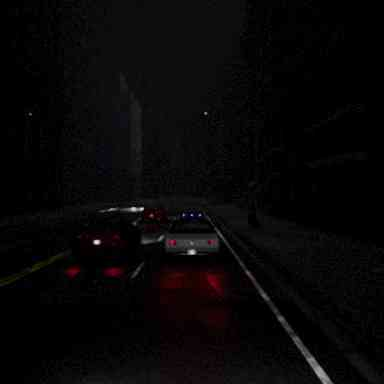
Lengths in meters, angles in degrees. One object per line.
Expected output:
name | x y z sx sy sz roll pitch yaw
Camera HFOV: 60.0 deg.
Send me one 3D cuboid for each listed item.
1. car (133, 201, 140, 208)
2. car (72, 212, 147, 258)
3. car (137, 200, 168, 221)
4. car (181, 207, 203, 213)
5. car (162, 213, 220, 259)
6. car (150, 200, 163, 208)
car | -9.780 2.261 61.804 1.895 1.301 4.718 0 -1 0
car | -3.236 1.699 13.357 1.994 1.385 4.181 0 0 0
car | -3.232 1.775 29.249 1.882 1.535 5.008 0 0 0
car | 0.009 1.888 28.257 1.895 1.301 4.718 0 -1 0
car | 0.012 1.734 13.265 1.895 1.301 4.718 0 -1 0
car | -6.535 2.222 61.561 1.994 1.385 4.181 0 -1 1
